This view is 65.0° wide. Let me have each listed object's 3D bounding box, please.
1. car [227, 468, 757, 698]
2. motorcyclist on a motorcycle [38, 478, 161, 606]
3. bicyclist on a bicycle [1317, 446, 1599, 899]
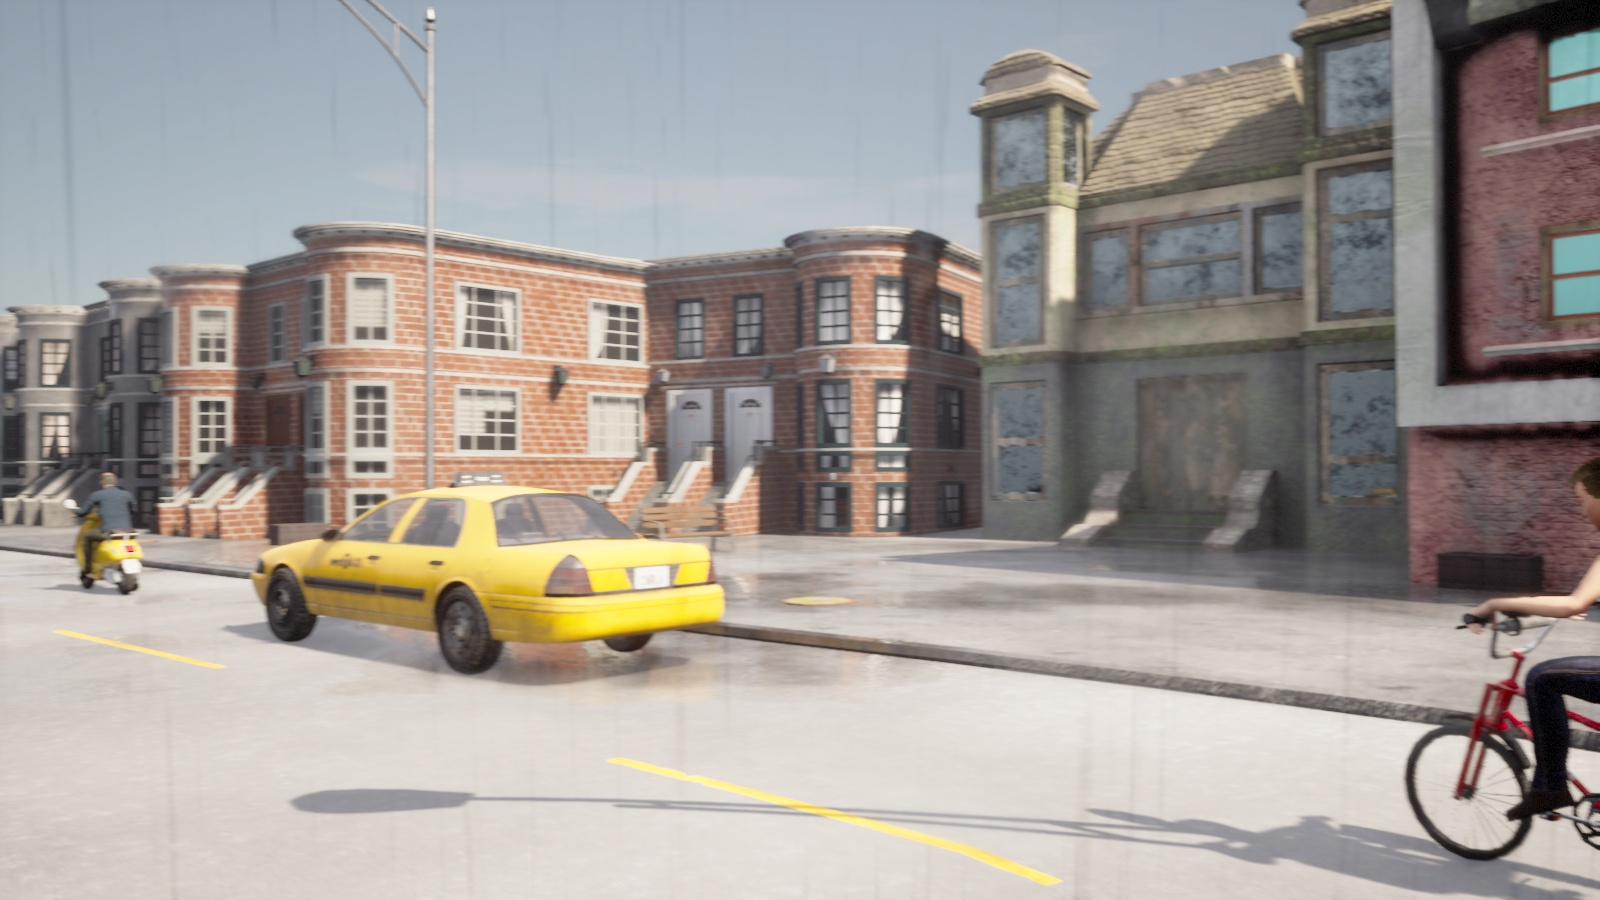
[{"bbox_3d":[-2.963,0.983,11.128,5.366,1.575,1.801,-2,-1,41],"label":"car"},{"bbox_3d":[-9.286,1.170,16.626,1.817,1.590,0.866,-2,-1,41],"label":"motorcyclist on a motorcycle"},{"bbox_3d":[2.847,0.799,4.647,0.866,1.612,1.509,0,-1,-28],"label":"bicyclist on a bicycle"}]
